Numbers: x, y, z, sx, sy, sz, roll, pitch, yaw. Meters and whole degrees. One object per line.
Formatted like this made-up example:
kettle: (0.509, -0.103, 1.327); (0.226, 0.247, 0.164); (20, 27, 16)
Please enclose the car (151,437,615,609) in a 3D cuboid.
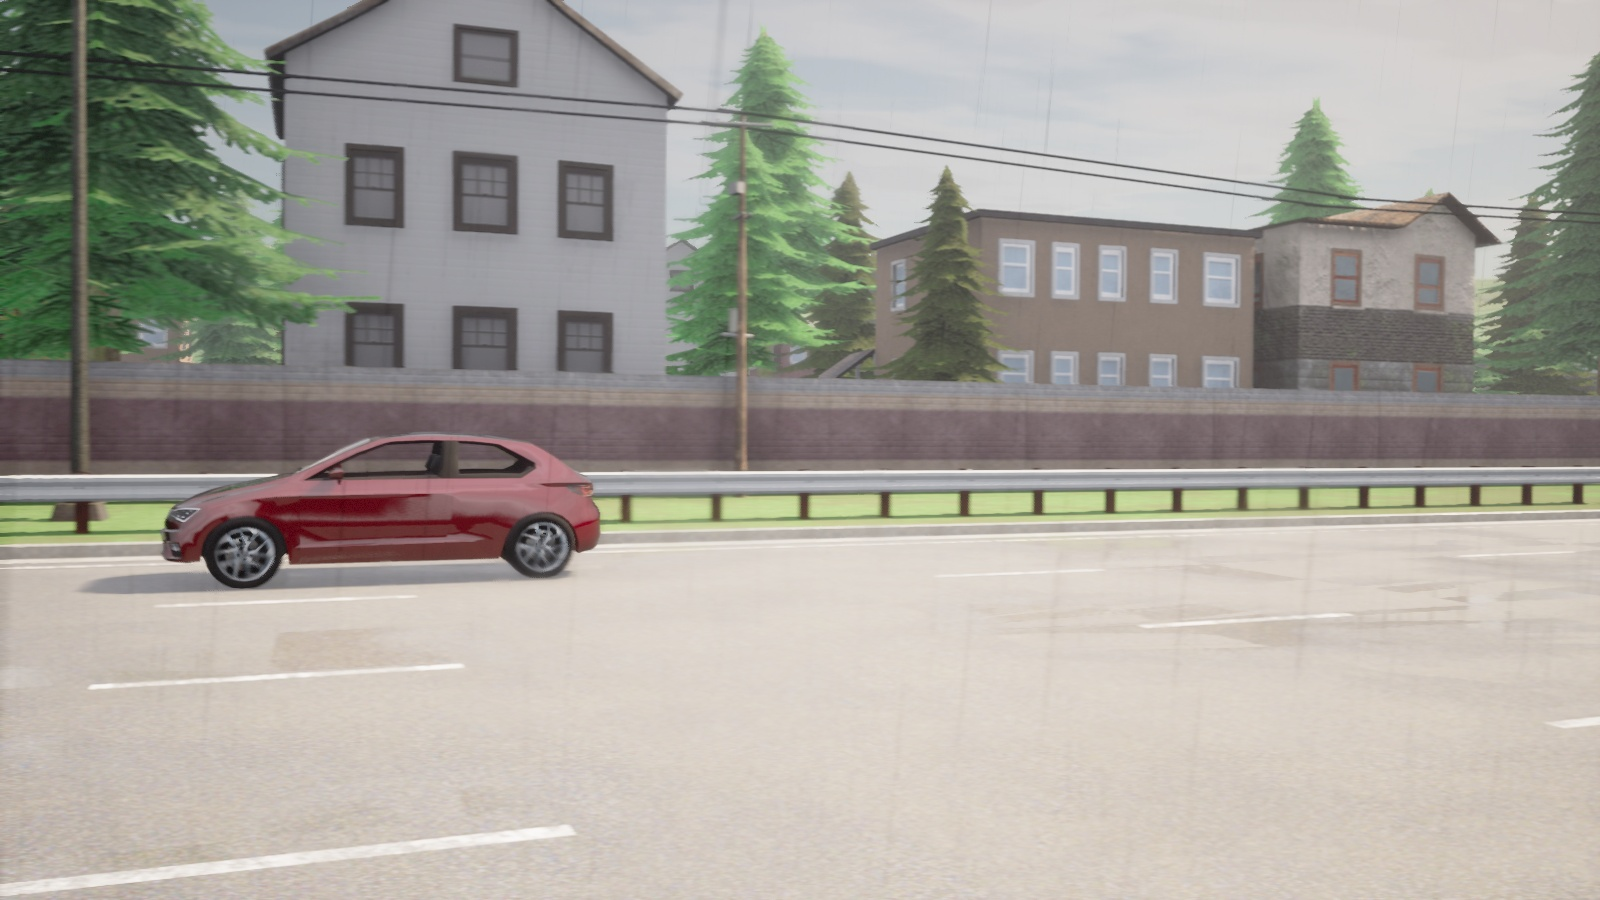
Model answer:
car: (-4.180, 0.640, 12.882); (4.193, 1.474, 1.816); (-1, 1, -21)
